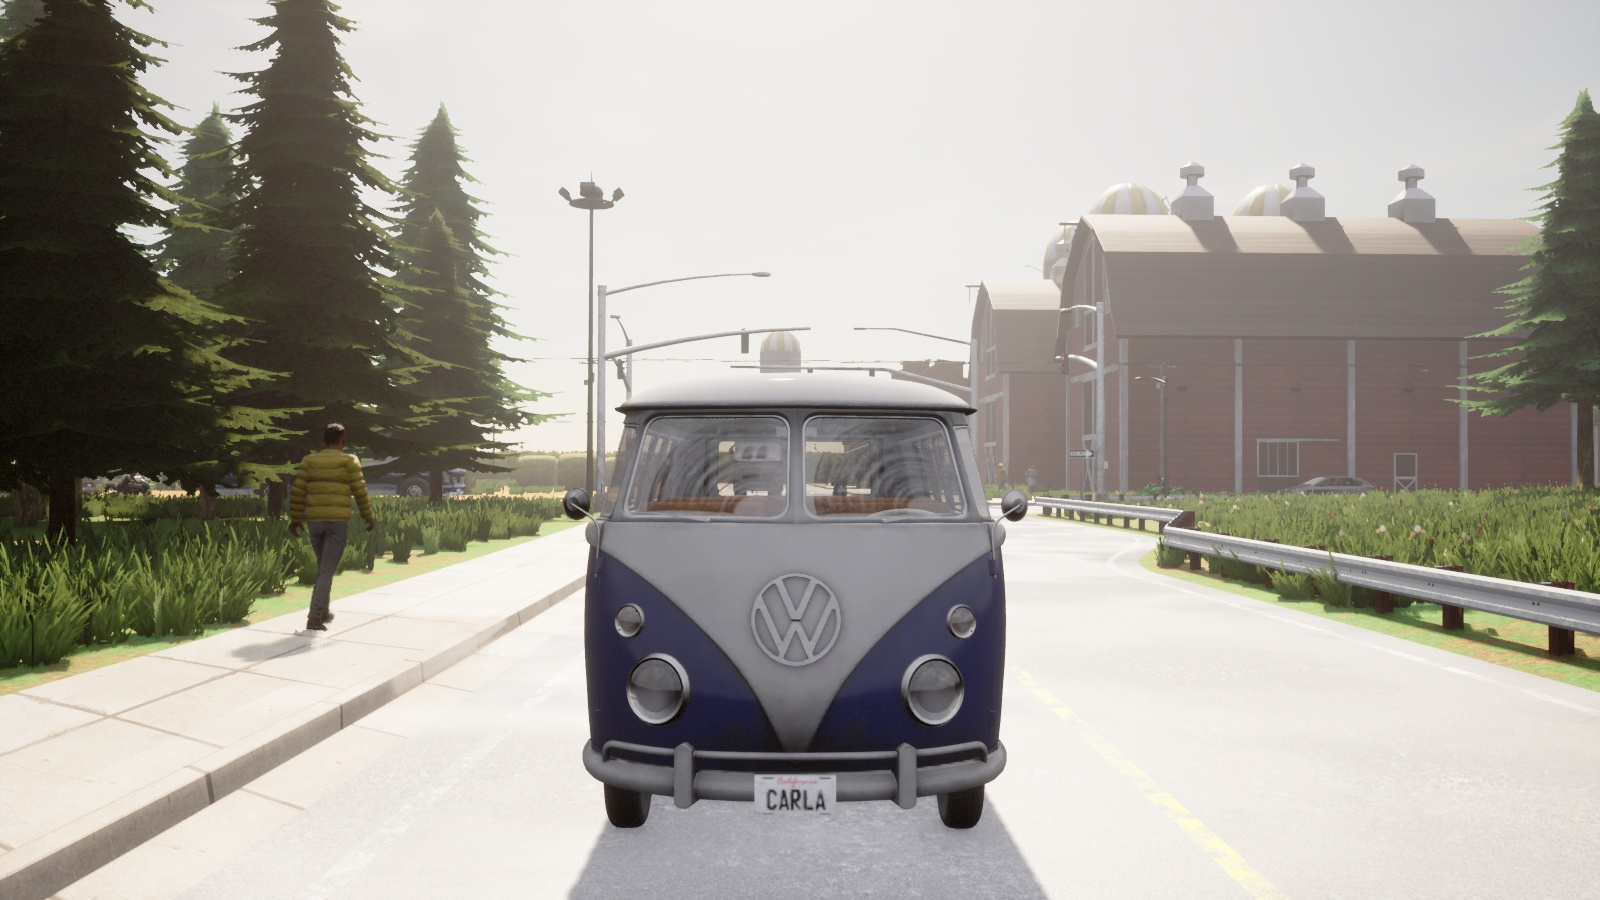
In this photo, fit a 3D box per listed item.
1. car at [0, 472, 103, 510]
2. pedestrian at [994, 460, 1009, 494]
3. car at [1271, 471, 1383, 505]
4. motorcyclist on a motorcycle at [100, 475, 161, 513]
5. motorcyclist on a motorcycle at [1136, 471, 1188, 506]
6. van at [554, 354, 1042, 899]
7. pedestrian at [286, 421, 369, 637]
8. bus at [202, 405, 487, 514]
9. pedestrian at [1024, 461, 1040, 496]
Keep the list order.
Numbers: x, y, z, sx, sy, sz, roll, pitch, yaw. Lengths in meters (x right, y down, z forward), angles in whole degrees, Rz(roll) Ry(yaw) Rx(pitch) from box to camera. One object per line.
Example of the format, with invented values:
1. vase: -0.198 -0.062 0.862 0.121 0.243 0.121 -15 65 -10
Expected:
1. car: -32.872 1.786 54.674 3.988 1.617 1.851 0 -1 -1
2. pedestrian: 10.644 1.422 66.291 0.706 1.836 0.354 0 -1 -20
3. car: 23.452 1.699 55.983 4.193 1.474 1.816 0 -1 -1
4. motorcyclist on a motorcycle: -27.342 1.792 51.301 2.044 1.523 0.797 0 -1 -1
5. motorcyclist on a motorcycle: 16.080 1.694 55.812 2.044 1.523 0.797 0 -1 -1
6. van: -0.024 0.681 6.802 1.775 1.987 4.442 0 -1 0
7. pedestrian: -4.146 0.679 11.058 0.431 1.840 0.709 0 -1 3
8. bus: -18.437 0.402 51.531 10.273 4.253 3.944 0 -1 -1
9. pedestrian: 13.136 1.596 71.133 0.659 1.952 0.873 0 -1 -7
